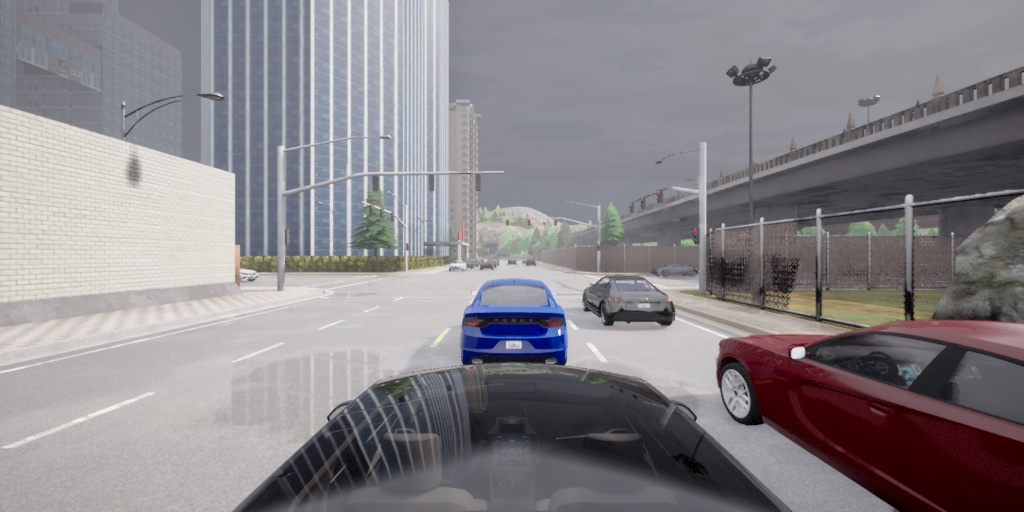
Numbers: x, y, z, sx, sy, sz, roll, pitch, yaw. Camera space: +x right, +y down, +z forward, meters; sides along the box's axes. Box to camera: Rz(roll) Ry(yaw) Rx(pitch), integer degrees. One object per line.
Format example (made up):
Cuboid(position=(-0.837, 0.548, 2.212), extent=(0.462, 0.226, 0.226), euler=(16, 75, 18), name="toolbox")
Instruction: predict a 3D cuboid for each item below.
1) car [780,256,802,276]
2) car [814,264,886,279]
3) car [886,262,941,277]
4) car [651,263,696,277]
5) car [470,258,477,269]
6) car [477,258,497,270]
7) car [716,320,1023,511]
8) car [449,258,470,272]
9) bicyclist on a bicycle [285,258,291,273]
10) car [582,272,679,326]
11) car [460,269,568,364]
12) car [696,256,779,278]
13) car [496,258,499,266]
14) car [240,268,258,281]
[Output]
Cuboid(position=(25.426, 1.019, 35.475), extent=(5.566, 2.045, 2.150), euler=(0, 0, -1), name="car")
Cuboid(position=(29.773, 1.400, 31.974), extent=(4.718, 1.301, 1.895), euler=(0, 0, 0), name="car")
Cuboid(position=(39.499, 1.325, 35.474), extent=(4.674, 1.442, 1.812), euler=(-1, 0, 0), name="car")
Cuboid(position=(16.026, 1.363, 35.453), extent=(4.181, 1.385, 1.994), euler=(0, 0, 0), name="car")
Cuboid(position=(-7.069, 1.091, 56.118), extent=(2.097, 1.767, 4.553), euler=(0, 0, 0), name="car")
Cuboid(position=(-3.570, 1.341, 51.874), extent=(1.895, 1.301, 4.718), euler=(0, 0, 0), name="car")
Cuboid(position=(3.602, 1.227, 2.695), extent=(1.882, 1.535, 5.008), euler=(0, 0, 0), name="car")
Cuboid(position=(-7.078, 1.267, 47.251), extent=(1.812, 1.442, 4.674), euler=(0, 0, 0), name="car")
Cuboid(position=(-25.289, 1.099, 40.160), extent=(0.582, 1.620, 1.656), euler=(0, 0, 0), name="bicyclist on a bicycle")
Cuboid(position=(3.577, 1.312, 11.689), extent=(1.994, 1.385, 4.181), euler=(0, 0, 0), name="car")
Cuboid(position=(0.055, 1.226, 8.029), extent=(1.882, 1.535, 5.008), euler=(0, 0, 1), name="car")
Cuboid(position=(20.004, 1.021, 31.957), extent=(5.566, 2.045, 2.150), euler=(0, 0, 0), name="car")
Cuboid(position=(-3.556, 1.339, 61.039), extent=(1.895, 1.301, 4.718), euler=(0, 0, 0), name="car")
Cuboid(position=(-22.630, 1.326, 28.203), extent=(4.674, 1.442, 1.812), euler=(0, 0, 0), name="car")
